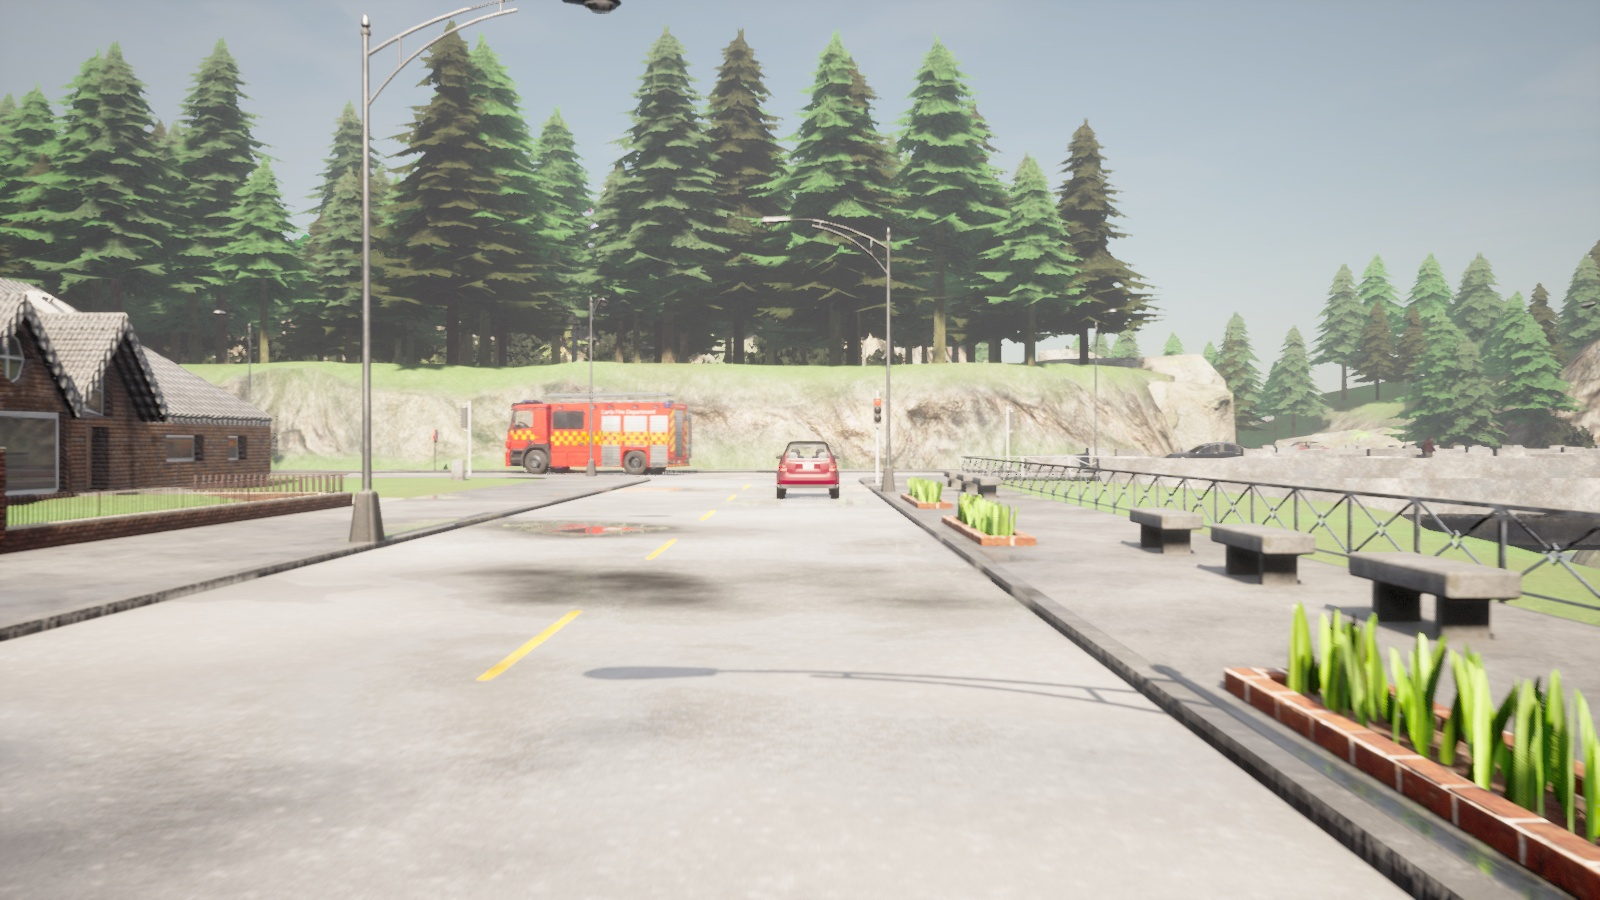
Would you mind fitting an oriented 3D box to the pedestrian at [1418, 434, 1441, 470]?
[{"bbox_3d":[32.844,0.114,65.493,0.899,1.844,0.634,0,0,4],"label":"pedestrian"}]

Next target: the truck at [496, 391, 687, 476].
[{"bbox_3d":[-9.859,-0.761,59.428,8.468,3.827,2.891,0,0,15],"label":"truck"}]

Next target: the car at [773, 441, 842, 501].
[{"bbox_3d":[0.214,0.531,34.420,1.789,1.549,3.705,0,0,0],"label":"car"}]

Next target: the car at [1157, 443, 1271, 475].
[{"bbox_3d":[19.910,0.426,60.531,4.892,1.490,1.837,0,0,0],"label":"car"}]
